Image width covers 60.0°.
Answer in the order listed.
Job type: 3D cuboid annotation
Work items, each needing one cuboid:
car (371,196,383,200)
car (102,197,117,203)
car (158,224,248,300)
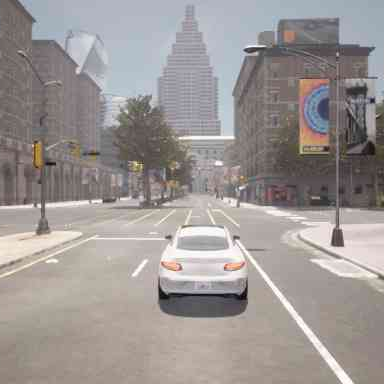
[{"bbox_3d":[35.971,1.481,67.558,2.231,1.521,4.892,0,0,1],"label":"car"},{"bbox_3d":[-16.742,1.595,67.350,1.895,1.301,4.718,0,0,1],"label":"car"},{"bbox_3d":[0.261,1.526,8.285,1.812,1.442,4.674,0,0,2],"label":"car"}]
